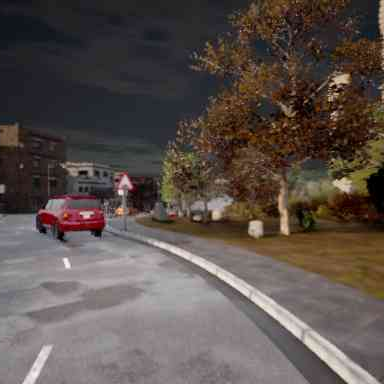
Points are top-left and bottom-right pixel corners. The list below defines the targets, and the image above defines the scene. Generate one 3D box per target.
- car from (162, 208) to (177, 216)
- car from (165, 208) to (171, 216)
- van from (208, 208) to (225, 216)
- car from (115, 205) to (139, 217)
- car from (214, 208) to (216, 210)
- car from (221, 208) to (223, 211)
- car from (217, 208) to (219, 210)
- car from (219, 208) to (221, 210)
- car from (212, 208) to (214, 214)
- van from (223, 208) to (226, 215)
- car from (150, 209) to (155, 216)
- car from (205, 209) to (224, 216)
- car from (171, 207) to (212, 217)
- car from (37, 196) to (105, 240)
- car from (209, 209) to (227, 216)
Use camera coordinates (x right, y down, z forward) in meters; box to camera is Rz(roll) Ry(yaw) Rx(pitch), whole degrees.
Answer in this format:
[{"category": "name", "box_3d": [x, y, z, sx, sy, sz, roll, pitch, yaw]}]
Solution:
[{"category": "car", "box_3d": [-4.851, 4.314, 72.693, 2.097, 1.767, 4.553, 0, -4, 10]}, {"category": "car", "box_3d": [-3.274, 3.994, 62.687, 1.994, 1.385, 4.181, 0, -4, 10]}, {"category": "van", "box_3d": [6.400, 5.195, 86.936, 4.442, 1.987, 1.878, 0, -3, 10]}, {"category": "car", "box_3d": [-9.098, 2.663, 47.150, 2.097, 1.767, 4.553, 0, -4, 9]}, {"category": "car", "box_3d": [0.922, 3.371, 54.382, 4.892, 1.521, 2.231, 0, -4, 10]}, {"category": "car", "box_3d": [3.716, 4.499, 70.635, 4.674, 1.452, 2.002, 0, -4, 10]}, {"category": "car", "box_3d": [1.666, 3.746, 59.833, 5.366, 1.575, 1.946, 0, -4, 10]}, {"category": "car", "box_3d": [2.751, 3.987, 65.226, 4.553, 1.767, 2.185, 0, -4, 10]}, {"category": "car", "box_3d": [0.444, 3.178, 51.678, 5.008, 1.535, 2.097, 0, -4, 10]}, {"category": "van", "box_3d": [5.229, 4.731, 78.760, 4.442, 1.987, 1.878, 0, -3, 10]}, {"category": "car", "box_3d": [-6.547, 3.912, 62.833, 2.128, 1.511, 4.902, 0, -4, 10]}, {"category": "car", "box_3d": [5.572, 4.999, 81.617, 4.553, 1.767, 2.185, 0, -3, 10]}, {"category": "car", "box_3d": [-0.024, 2.984, 48.970, 4.892, 1.521, 2.231, 0, -4, 10]}, {"category": "car", "box_3d": [-6.446, 1.221, 17.403, 2.150, 2.045, 5.566, 0, 0, -37]}, {"category": "car", "box_3d": [7.011, 5.437, 89.615, 4.553, 1.767, 2.185, 0, -3, 10]}]
